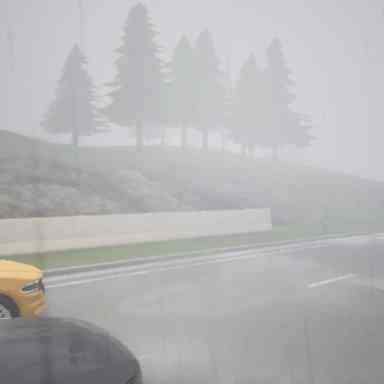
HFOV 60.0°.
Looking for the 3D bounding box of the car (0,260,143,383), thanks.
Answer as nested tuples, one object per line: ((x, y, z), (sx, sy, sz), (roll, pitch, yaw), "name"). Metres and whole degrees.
((-2.617, 1.505, 1.874), (4.892, 1.490, 1.837), (-1, 0, -35), "car")

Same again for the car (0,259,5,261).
((-4.776, 1.475, 4.633), (5.008, 1.535, 1.882), (0, 0, -35), "car")
